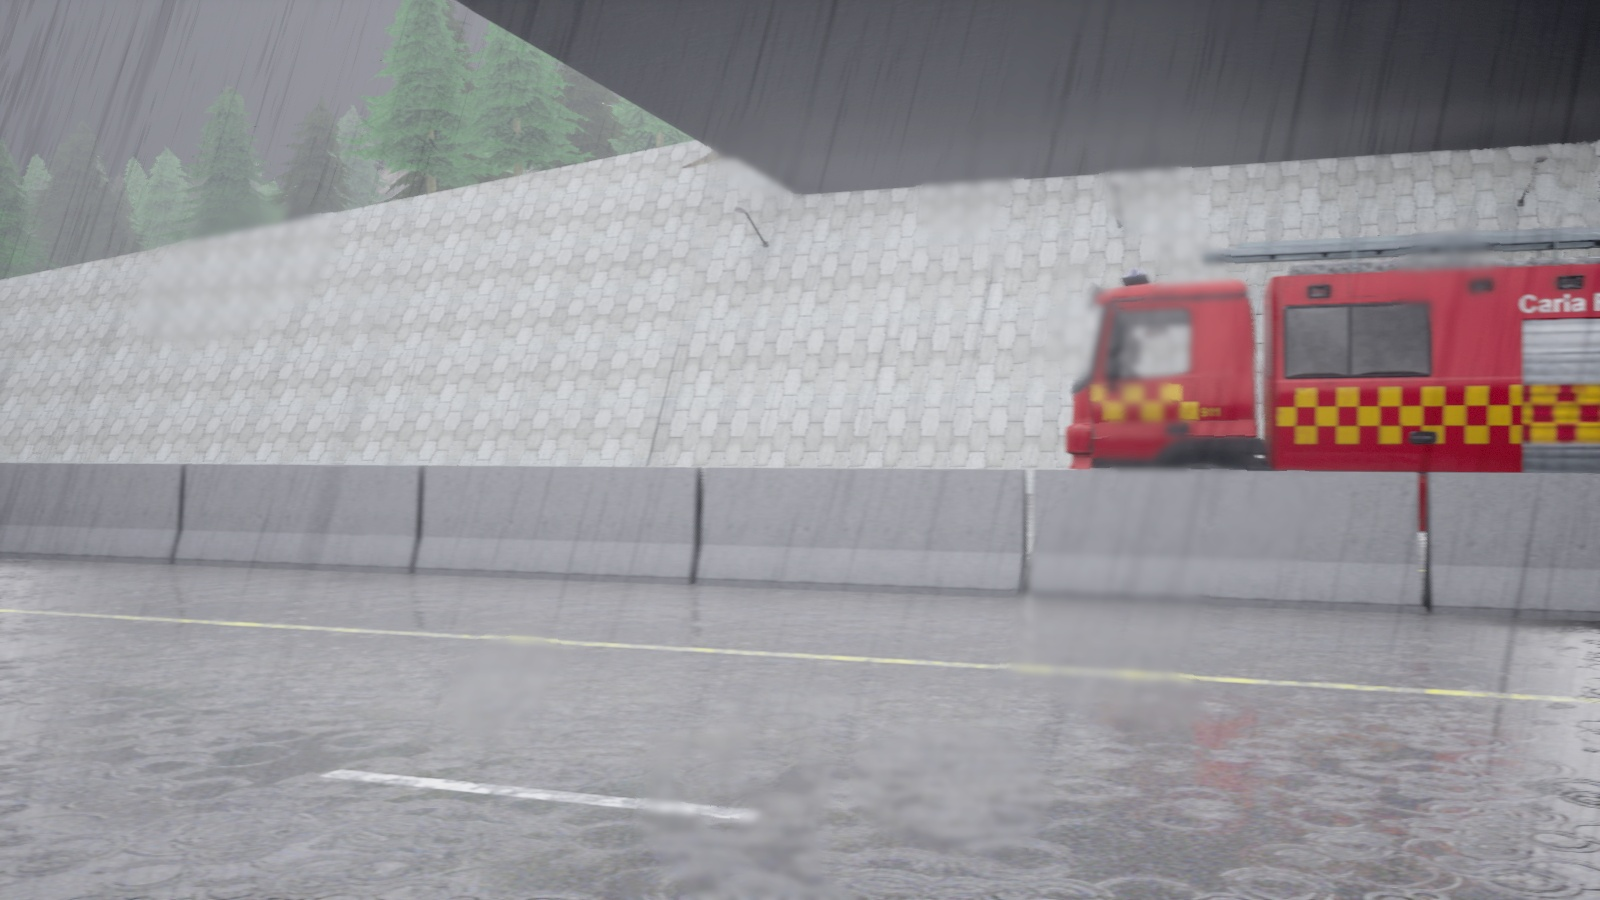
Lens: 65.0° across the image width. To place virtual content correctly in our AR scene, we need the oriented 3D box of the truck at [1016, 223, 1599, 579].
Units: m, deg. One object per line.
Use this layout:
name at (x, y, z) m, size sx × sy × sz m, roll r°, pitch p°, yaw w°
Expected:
truck at (7.155, -0.560, 15.539) m, size 8.468 × 3.827 × 2.891 m, roll 1°, pitch 1°, yaw 19°
